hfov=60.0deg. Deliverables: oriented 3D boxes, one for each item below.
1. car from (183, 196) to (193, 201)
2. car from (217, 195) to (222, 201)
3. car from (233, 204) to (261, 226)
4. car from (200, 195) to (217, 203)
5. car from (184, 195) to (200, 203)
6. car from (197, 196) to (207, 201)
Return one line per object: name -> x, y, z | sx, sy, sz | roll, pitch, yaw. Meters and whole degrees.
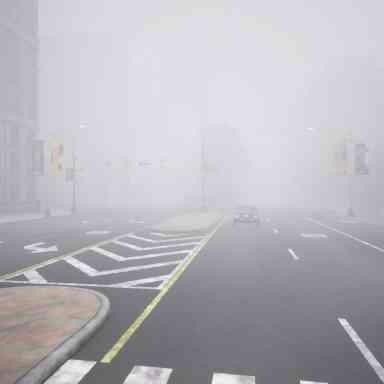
car -> -0.923, 1.595, 85.445 | 1.895, 1.301, 4.718 | 0, 0, 9
car -> 6.032, 1.553, 86.139 | 1.994, 1.385, 4.181 | 0, 0, 9
car -> 3.811, 1.547, 23.210 | 2.033, 1.411, 5.357 | 0, 0, 10
car -> 3.555, 1.525, 71.160 | 2.128, 1.511, 4.902 | 0, 0, 9
car -> 0.103, 1.355, 71.739 | 2.097, 1.767, 4.553 | 0, 0, 9
car -> 2.571, 1.595, 86.663 | 1.895, 1.301, 4.718 | 0, 0, 9
